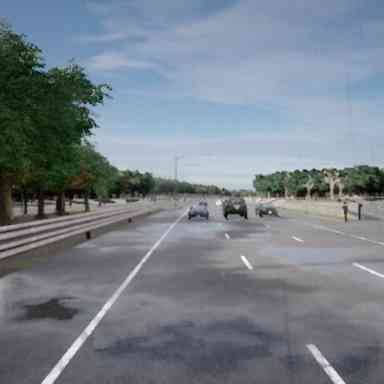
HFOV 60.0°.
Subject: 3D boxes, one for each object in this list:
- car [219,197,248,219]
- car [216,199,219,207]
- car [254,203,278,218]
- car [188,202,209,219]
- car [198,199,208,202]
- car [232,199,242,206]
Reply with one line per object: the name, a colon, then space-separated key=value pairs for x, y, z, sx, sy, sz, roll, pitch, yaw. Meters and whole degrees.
car: x=4.195 y=1.558 z=33.115 sx=2.150 sy=2.045 sz=5.566 roll=0 pitch=-1 yaw=2
car: x=5.673 y=2.188 z=65.922 sx=1.812 sy=1.442 sz=4.674 roll=0 pitch=-1 yaw=4
car: x=7.778 y=1.884 z=35.050 sx=1.812 sy=1.442 sz=4.674 roll=0 pitch=-1 yaw=2
car: x=0.668 y=1.928 z=32.366 sx=1.895 sy=1.301 sz=4.718 roll=0 pitch=-1 yaw=2
car: x=2.179 y=2.187 z=66.125 sx=1.812 sy=1.442 sz=4.674 roll=0 pitch=-1 yaw=4
car: x=9.469 y=2.190 z=70.295 sx=1.882 sy=1.535 sz=5.008 roll=0 pitch=-1 yaw=4
